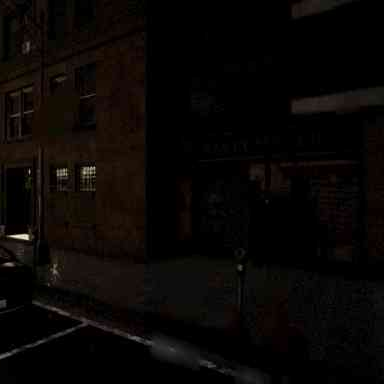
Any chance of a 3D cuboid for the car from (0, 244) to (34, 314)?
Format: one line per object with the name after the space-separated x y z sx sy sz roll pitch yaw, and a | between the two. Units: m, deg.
-4.827 1.551 6.510 4.403 1.369 2.008 0 0 35 | car
